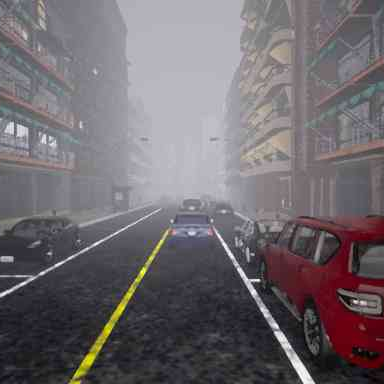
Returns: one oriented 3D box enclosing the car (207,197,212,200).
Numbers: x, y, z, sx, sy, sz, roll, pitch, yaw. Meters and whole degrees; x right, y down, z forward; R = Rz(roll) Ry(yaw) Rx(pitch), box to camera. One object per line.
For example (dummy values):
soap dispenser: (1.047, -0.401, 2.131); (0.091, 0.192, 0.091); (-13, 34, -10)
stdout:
car: (2.523, 1.543, 34.079); (1.887, 1.381, 4.507); (-1, 0, 0)

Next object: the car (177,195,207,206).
car: (0.000, 1.364, 29.622); (2.097, 1.767, 4.553); (0, 0, 0)

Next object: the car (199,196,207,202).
car: (2.556, 1.599, 79.394); (1.802, 1.307, 4.206); (-1, 0, 0)

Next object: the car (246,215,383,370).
car: (2.520, 1.312, 5.757); (2.192, 1.841, 5.009); (-1, 0, 0)

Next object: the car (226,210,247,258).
car: (2.523, 1.547, 11.421); (2.008, 1.369, 4.403); (-1, 0, 0)

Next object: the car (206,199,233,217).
car: (2.523, 1.563, 28.414); (1.947, 1.339, 4.313); (-1, 0, 0)

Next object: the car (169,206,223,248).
car: (0.000, 1.560, 14.651); (2.033, 1.411, 5.357); (0, 0, 0)

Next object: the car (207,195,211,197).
car: (2.523, 1.552, 45.408); (2.008, 1.369, 4.403); (-1, 0, 0)

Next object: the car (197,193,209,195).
car: (2.542, 1.322, 62.401); (2.192, 1.841, 5.009); (-1, 0, 0)

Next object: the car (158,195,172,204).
car: (-5.325, 1.447, 62.635); (1.967, 1.590, 4.097); (-1, 0, 0)

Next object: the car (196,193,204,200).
car: (2.269, 1.255, 95.074); (2.150, 2.045, 5.566); (0, 0, 0)

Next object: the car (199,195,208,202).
car: (2.559, 1.453, 73.729); (1.967, 1.590, 4.097); (-1, 0, 0)

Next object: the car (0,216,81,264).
car: (-5.324, 1.562, 11.774); (1.947, 1.339, 4.313); (-1, 0, 0)
